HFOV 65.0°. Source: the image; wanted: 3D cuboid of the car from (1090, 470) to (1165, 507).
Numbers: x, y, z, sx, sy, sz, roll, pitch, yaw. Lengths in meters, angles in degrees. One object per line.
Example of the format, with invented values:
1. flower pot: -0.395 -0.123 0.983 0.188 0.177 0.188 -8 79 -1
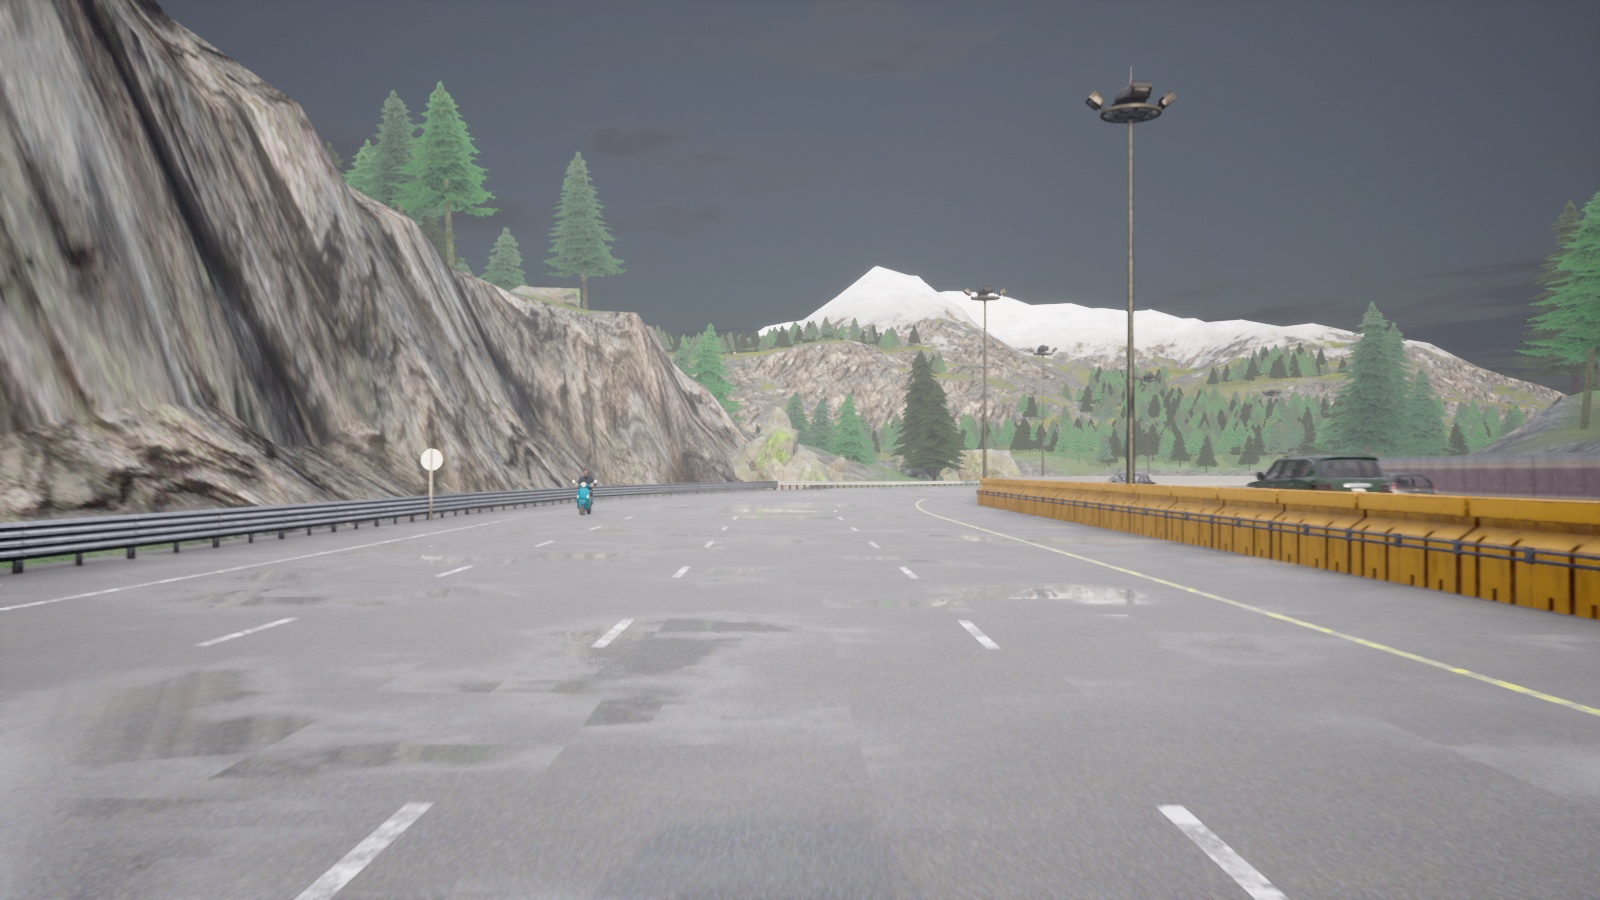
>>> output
1. car: 13.837 1.608 53.279 2.128 1.511 4.902 0 -1 3

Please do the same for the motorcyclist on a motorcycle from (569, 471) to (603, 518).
1. motorcyclist on a motorcycle: -7.374 1.522 43.273 0.866 1.590 1.817 0 -1 0

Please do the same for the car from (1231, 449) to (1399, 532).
1. car: 13.728 1.047 33.937 2.150 2.045 5.566 0 -1 -1

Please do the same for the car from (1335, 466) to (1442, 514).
1. car: 20.598 1.370 44.148 1.851 1.617 3.988 0 -1 0
